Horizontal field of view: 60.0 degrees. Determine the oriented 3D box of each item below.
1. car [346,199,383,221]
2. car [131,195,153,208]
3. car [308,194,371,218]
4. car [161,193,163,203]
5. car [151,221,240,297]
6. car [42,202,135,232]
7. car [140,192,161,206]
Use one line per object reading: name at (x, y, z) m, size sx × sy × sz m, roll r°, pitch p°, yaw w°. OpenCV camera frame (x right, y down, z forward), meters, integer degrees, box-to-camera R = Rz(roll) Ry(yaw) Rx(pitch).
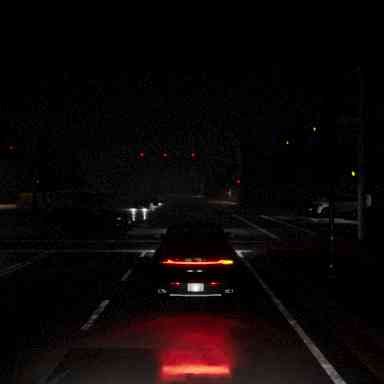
car at (15.206, 1.526, 26.473) m, size 4.674 × 1.442 × 1.812 m, roll 0°, pitch 0°, yaw -1°
car at (-7.156, 1.526, 47.165) m, size 1.812 × 1.442 × 4.674 m, roll 0°, pitch 0°, yaw 0°
car at (13.432, 1.221, 29.918) m, size 5.566 × 2.045 × 2.150 m, roll 0°, pitch 0°, yaw -1°
car at (-7.113, 1.223, 67.825) m, size 2.150 × 2.045 × 5.566 m, roll 0°, pitch 0°, yaw 0°
car at (0.072, 1.505, 8.534) m, size 1.837 × 1.490 × 4.892 m, roll 0°, pitch 0°, yaw 0°
car at (-6.085, 1.492, 19.298) m, size 4.902 × 1.511 × 2.128 m, roll 0°, pitch 0°, yaw 2°
car at (-7.163, 1.222, 56.922) m, size 2.150 × 2.045 × 5.566 m, roll 0°, pitch 0°, yaw 0°
